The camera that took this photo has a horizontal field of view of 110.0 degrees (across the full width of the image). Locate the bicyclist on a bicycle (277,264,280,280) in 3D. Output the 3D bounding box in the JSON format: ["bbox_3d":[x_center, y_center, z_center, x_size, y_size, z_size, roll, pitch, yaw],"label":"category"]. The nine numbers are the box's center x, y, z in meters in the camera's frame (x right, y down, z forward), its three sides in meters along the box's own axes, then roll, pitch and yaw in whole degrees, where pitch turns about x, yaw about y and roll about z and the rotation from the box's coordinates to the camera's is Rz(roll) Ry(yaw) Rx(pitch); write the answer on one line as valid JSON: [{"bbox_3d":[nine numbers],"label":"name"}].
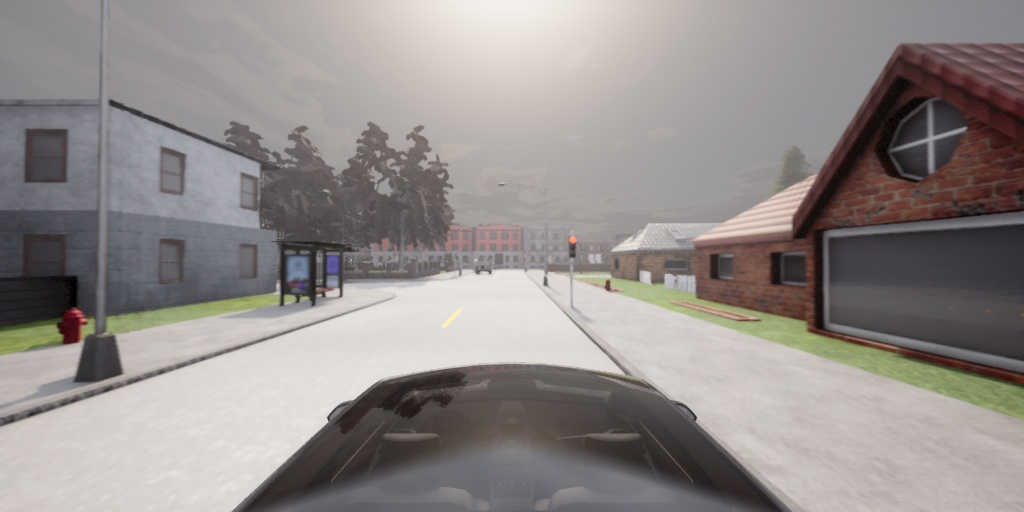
[{"bbox_3d":[-22.643,1.529,34.605,0.582,1.620,1.656,0,0,0],"label":"bicyclist on a bicycle"}]

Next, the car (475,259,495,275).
[{"bbox_3d":[-4.067,1.634,52.244,2.150,2.045,5.566,0,-1,0],"label":"car"}]
